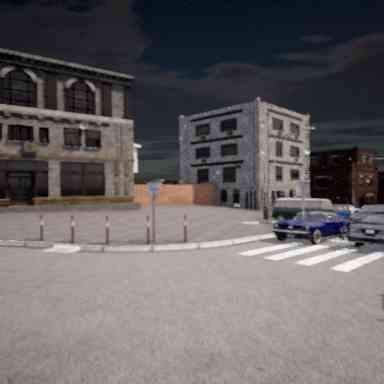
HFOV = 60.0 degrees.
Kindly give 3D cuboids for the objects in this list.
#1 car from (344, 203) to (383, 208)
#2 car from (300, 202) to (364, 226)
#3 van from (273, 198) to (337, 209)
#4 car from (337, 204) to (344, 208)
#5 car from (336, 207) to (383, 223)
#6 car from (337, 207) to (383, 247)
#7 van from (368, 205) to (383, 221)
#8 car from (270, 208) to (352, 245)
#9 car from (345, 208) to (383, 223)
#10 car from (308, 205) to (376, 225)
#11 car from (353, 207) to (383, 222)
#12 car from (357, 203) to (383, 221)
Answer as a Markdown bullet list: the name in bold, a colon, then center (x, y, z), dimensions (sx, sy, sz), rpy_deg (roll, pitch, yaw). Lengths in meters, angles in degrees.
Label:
- **car**: center (12.309, 1.607, 22.380), dimensions (2.097, 1.767, 4.553), rpy_deg (0, -3, 44)
- **car**: center (11.925, 1.811, 28.539), dimensions (4.553, 1.767, 2.185), rpy_deg (0, -3, 44)
- **van**: center (7.960, 1.465, 24.644), dimensions (4.442, 1.987, 1.878), rpy_deg (0, -2, 44)
- **car**: center (9.960, 1.804, 26.555), dimensions (5.008, 1.535, 2.097), rpy_deg (0, -3, 44)
- **car**: center (17.796, 2.397, 34.660), dimensions (4.674, 1.452, 2.002), rpy_deg (0, -3, 44)
- **car**: center (8.284, 1.527, 13.816), dimensions (5.357, 1.411, 2.033), rpy_deg (1, -1, -43)
- **van**: center (25.376, 2.677, 42.687), dimensions (4.442, 1.987, 1.878), rpy_deg (0, -3, 44)
- **car**: center (5.704, 1.583, 15.587), dimensions (4.718, 1.301, 1.895), rpy_deg (1, -1, -45)
- **car**: center (19.645, 2.528, 36.577), dimensions (4.674, 1.452, 2.002), rpy_deg (0, -3, 44)
- **car**: center (13.790, 2.079, 30.782), dimensions (5.366, 1.575, 1.946), rpy_deg (0, -3, 44)
- **car**: center (21.801, 2.629, 38.548), dimensions (5.366, 1.575, 1.946), rpy_deg (0, -3, 44)
- **car**: center (23.504, 2.513, 40.621), dimensions (5.566, 2.045, 2.435), rpy_deg (0, -3, 44)
